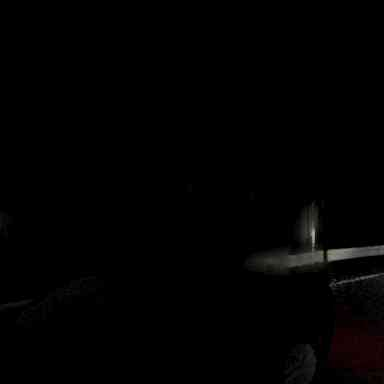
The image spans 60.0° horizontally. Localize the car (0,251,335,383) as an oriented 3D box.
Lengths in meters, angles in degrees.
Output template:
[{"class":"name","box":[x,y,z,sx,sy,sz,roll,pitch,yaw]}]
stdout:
[{"class":"car","box":[-0.535,1.483,3.549,5.008,1.535,1.882,0,0,-35]}]
